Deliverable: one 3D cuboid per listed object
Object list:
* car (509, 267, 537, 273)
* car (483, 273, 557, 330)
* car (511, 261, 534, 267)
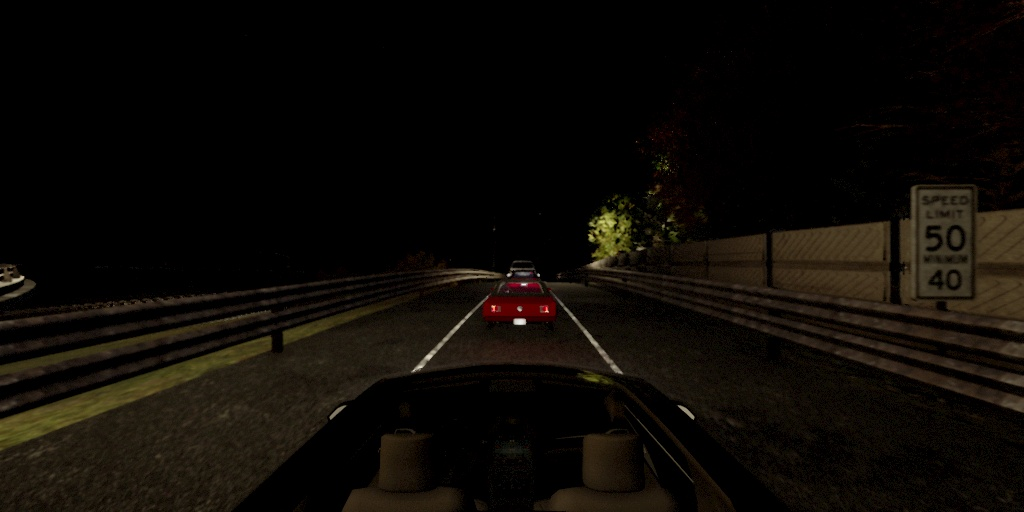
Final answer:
[{"bbox_3d":[0.660,1.475,20.213,1.994,1.385,4.181,0,-1,1],"label":"car"},{"bbox_3d":[0.265,1.369,11.163,1.895,1.301,4.718,0,0,2],"label":"car"},{"bbox_3d":[0.896,1.465,30.166,2.150,2.045,5.566,0,-2,2],"label":"car"}]
